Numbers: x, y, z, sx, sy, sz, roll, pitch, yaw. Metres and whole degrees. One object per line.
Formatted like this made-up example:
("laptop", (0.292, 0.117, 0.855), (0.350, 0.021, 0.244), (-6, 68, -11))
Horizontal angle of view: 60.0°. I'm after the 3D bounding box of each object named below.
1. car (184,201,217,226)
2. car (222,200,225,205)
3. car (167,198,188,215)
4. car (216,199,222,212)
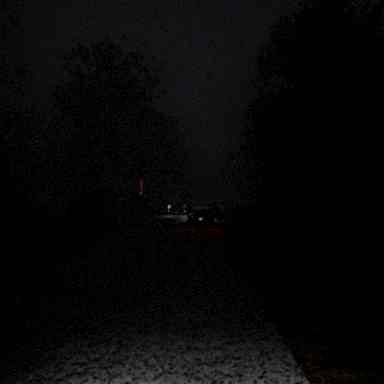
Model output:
("car", (0.691, 1.573, 23.828), (1.812, 1.442, 4.674), (0, 0, 3))
("car", (6.272, 2.323, 76.227), (1.812, 1.442, 4.674), (1, -1, 15))
("car", (-1.318, 1.493, 35.492), (2.097, 1.767, 4.553), (0, -1, 6))
("car", (2.456, 1.815, 42.308), (1.994, 1.385, 4.181), (0, -1, 7))
